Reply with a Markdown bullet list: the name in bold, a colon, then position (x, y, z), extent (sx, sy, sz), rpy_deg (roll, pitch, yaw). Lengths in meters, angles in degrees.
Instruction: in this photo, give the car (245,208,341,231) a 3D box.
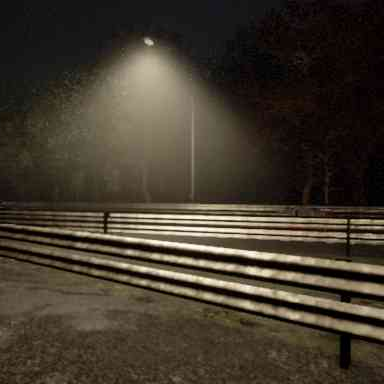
- **car**: position (5.212, 1.559, 17.499), extent (4.792, 1.488, 2.163), rpy_deg (0, 0, 20)
